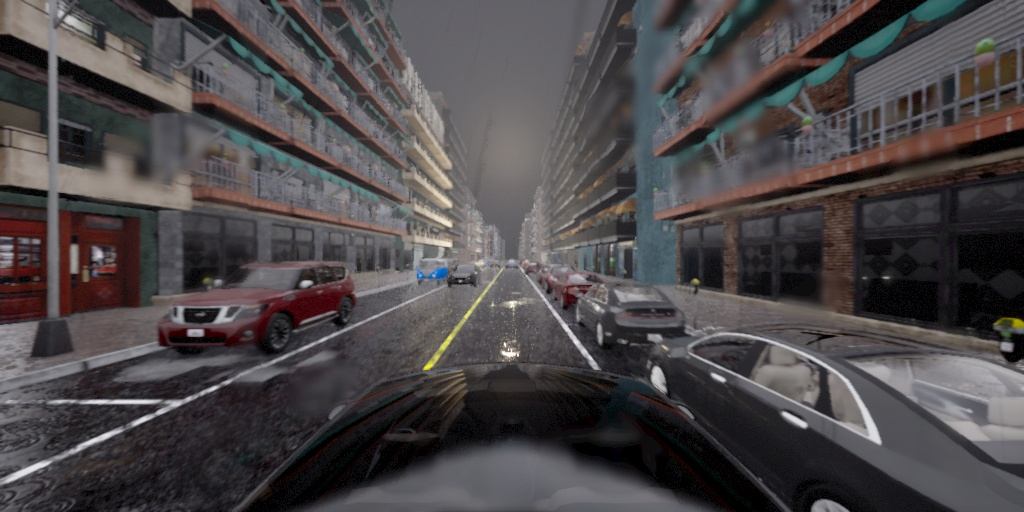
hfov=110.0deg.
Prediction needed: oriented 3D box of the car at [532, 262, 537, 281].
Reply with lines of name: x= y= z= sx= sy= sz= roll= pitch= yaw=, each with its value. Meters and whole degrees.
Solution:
car: x=2.690 y=1.335 z=25.927 sx=1.802 sy=1.307 sz=4.207 roll=0 pitch=0 yaw=0

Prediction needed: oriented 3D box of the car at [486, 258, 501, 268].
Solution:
car: x=-3.015 y=1.379 z=64.379 sx=2.033 sy=1.411 sz=5.357 roll=0 pitch=0 yaw=1

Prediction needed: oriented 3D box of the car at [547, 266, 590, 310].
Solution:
car: x=2.690 y=1.294 z=14.604 sx=1.888 sy=1.381 sz=4.507 roll=0 pitch=0 yaw=0

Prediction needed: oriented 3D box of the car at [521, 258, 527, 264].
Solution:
car: x=2.691 y=1.353 z=54.233 sx=1.888 sy=1.381 sz=4.507 roll=0 pitch=0 yaw=0

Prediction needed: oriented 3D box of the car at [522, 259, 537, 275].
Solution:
car: x=2.352 y=1.300 z=38.875 sx=1.812 sy=1.442 sz=4.674 roll=0 pitch=0 yaw=0

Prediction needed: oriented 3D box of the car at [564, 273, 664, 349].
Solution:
car: x=2.690 y=1.300 z=8.942 sx=2.007 sy=1.370 sz=4.403 roll=0 pitch=0 yaw=0

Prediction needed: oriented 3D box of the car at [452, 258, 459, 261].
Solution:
car: x=-5.690 y=1.077 z=31.608 sx=2.192 sy=1.841 sz=5.009 roll=0 pitch=0 yaw=0

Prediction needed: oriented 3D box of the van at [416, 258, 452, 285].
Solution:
van: x=-5.690 y=1.094 z=25.949 sx=1.690 sy=1.789 sz=3.998 roll=0 pitch=0 yaw=0

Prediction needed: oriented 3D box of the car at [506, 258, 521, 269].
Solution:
car: x=0.001 y=1.379 z=57.393 sx=1.994 sy=1.385 sz=4.181 roll=0 pitch=0 yaw=0

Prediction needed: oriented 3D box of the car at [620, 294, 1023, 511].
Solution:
car: x=2.690 y=1.300 z=3.280 sx=2.007 sy=1.370 sz=4.403 roll=0 pitch=0 yaw=0

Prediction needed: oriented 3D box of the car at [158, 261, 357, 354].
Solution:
car: x=-5.691 y=1.064 z=8.963 sx=2.192 sy=1.841 sz=5.009 roll=0 pitch=0 yaw=0

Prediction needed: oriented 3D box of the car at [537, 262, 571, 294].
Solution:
car: x=2.690 y=1.190 z=20.264 sx=1.967 sy=1.591 sz=4.097 roll=0 pitch=0 yaw=0

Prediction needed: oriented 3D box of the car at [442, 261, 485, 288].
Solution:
car: x=-3.098 y=1.257 z=23.889 sx=1.837 sy=1.490 sz=4.892 roll=0 pitch=0 yaw=0
